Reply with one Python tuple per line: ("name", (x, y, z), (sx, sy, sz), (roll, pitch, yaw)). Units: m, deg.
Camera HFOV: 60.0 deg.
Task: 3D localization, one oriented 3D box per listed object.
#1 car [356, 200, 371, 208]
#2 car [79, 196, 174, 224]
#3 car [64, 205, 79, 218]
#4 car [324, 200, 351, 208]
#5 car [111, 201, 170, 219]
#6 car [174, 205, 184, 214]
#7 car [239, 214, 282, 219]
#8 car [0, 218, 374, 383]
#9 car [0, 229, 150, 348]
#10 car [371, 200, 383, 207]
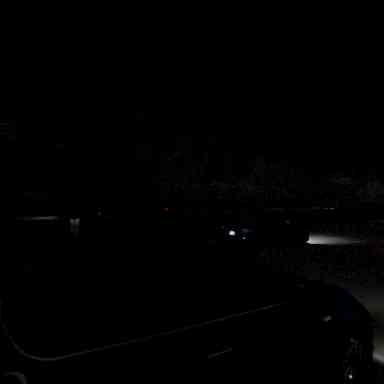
("car", (28.736, 2.021, 54.482), (4.181, 1.385, 1.994), (1, 0, -35))
("car", (-4.297, 1.300, 22.421), (5.566, 2.045, 2.150), (1, 0, -35))
("car", (-9.573, 1.592, 31.554), (4.892, 1.490, 1.837), (1, 0, -35))
("car", (24.411, 1.982, 55.698), (5.357, 1.411, 2.033), (1, 0, -35))
("car", (-4.701, 1.608, 30.729), (4.902, 1.511, 2.128), (1, 0, -35))
("car", (-2.995, 1.604, 27.646), (4.902, 1.511, 2.128), (1, 0, -35))
("car", (3.263, 1.656, 14.670), (4.181, 1.385, 1.994), (1, 0, -35))
("car", (0.101, 1.370, 3.818), (4.553, 1.767, 2.097), (1, 0, -35))
("car", (-3.563, 1.549, 5.498), (5.357, 1.411, 2.033), (1, 0, -35))
("car", (30.516, 2.002, 51.452), (5.357, 1.411, 2.033), (1, 0, -35))
